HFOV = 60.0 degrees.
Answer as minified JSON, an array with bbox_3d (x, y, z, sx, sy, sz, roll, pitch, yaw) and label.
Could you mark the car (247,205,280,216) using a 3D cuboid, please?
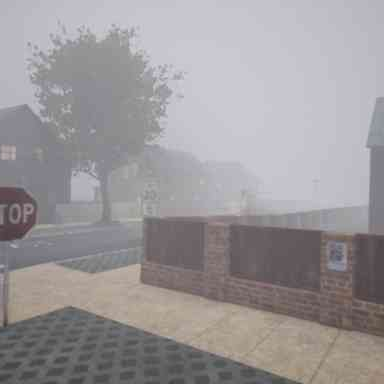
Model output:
[{"bbox_3d":[6.319,1.947,29.602,2.128,1.511,4.902,2,0,35],"label":"car"}]
